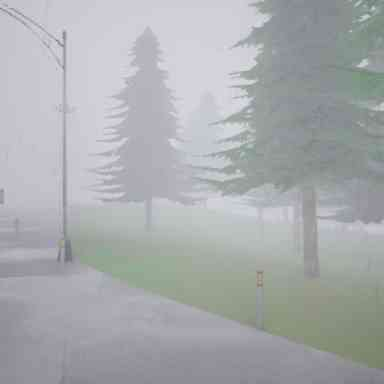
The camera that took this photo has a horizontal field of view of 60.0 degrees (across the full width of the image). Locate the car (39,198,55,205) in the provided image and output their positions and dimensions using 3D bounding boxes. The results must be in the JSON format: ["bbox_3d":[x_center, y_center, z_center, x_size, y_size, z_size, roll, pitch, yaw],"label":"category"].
[{"bbox_3d":[-33.747,2.392,77.958,1.812,1.442,4.674,0,-1,-9],"label":"car"}]

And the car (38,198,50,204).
[{"bbox_3d":[-38.770,2.368,87.292,1.837,1.490,4.892,0,-1,-9],"label":"car"}]

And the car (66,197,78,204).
[{"bbox_3d":[-31.853,2.186,88.360,2.097,1.767,4.553,0,-1,-9],"label":"car"}]

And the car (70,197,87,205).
[{"bbox_3d":[-26.828,2.383,79.020,1.994,1.385,4.181,0,-1,-9],"label":"car"}]

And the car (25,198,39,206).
[{"bbox_3d":[-37.200,2.241,77.383,2.097,1.767,4.553,0,-1,-9],"label":"car"}]

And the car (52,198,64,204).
[{"bbox_3d":[-35.313,2.402,87.839,1.994,1.385,4.181,0,-1,-9],"label":"car"}]

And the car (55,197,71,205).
[{"bbox_3d":[-30.290,2.374,78.506,1.812,1.442,4.674,0,-1,-9],"label":"car"}]
